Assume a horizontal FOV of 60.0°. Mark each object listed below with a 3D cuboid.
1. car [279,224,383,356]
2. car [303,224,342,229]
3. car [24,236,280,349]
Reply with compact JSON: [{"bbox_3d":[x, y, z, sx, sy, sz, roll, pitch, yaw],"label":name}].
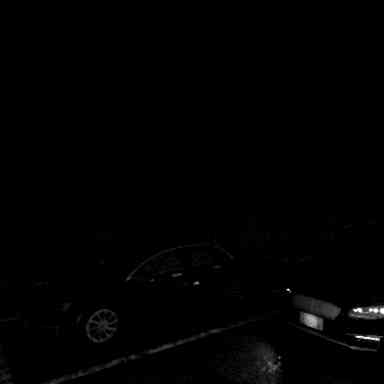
[{"bbox_3d":[3.621,1.490,5.953,4.902,1.511,2.128,0,0,-35],"label":"car"},{"bbox_3d":[3.774,1.579,9.345,4.206,1.307,1.802,0,0,-36],"label":"car"},{"bbox_3d":[-0.667,1.550,6.174,4.403,1.369,2.008,0,0,-36],"label":"car"}]
